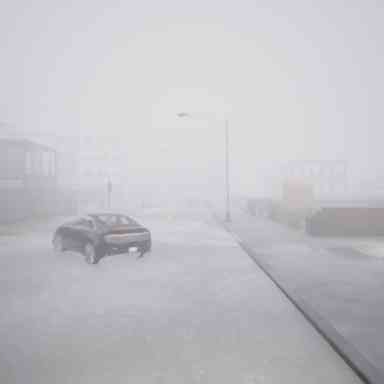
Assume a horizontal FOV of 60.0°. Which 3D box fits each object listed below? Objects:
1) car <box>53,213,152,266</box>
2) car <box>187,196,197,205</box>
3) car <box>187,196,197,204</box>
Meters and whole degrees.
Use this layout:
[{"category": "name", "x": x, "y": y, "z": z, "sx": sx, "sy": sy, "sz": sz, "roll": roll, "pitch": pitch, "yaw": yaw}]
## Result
[{"category": "car", "x": -3.324, "y": 1.497, "z": 11.765, "sx": 2.128, "sy": 1.511, "sz": 4.902, "roll": 1, "pitch": 0, "yaw": -40}, {"category": "car", "x": 0.025, "y": 1.519, "z": 58.735, "sx": 2.128, "sy": 1.511, "sz": 4.902, "roll": 0, "pitch": 0, "yaw": 0}, {"category": "car", "x": 0.026, "y": 1.549, "z": 69.019, "sx": 2.128, "sy": 1.511, "sz": 4.902, "roll": 0, "pitch": 0, "yaw": 0}]
